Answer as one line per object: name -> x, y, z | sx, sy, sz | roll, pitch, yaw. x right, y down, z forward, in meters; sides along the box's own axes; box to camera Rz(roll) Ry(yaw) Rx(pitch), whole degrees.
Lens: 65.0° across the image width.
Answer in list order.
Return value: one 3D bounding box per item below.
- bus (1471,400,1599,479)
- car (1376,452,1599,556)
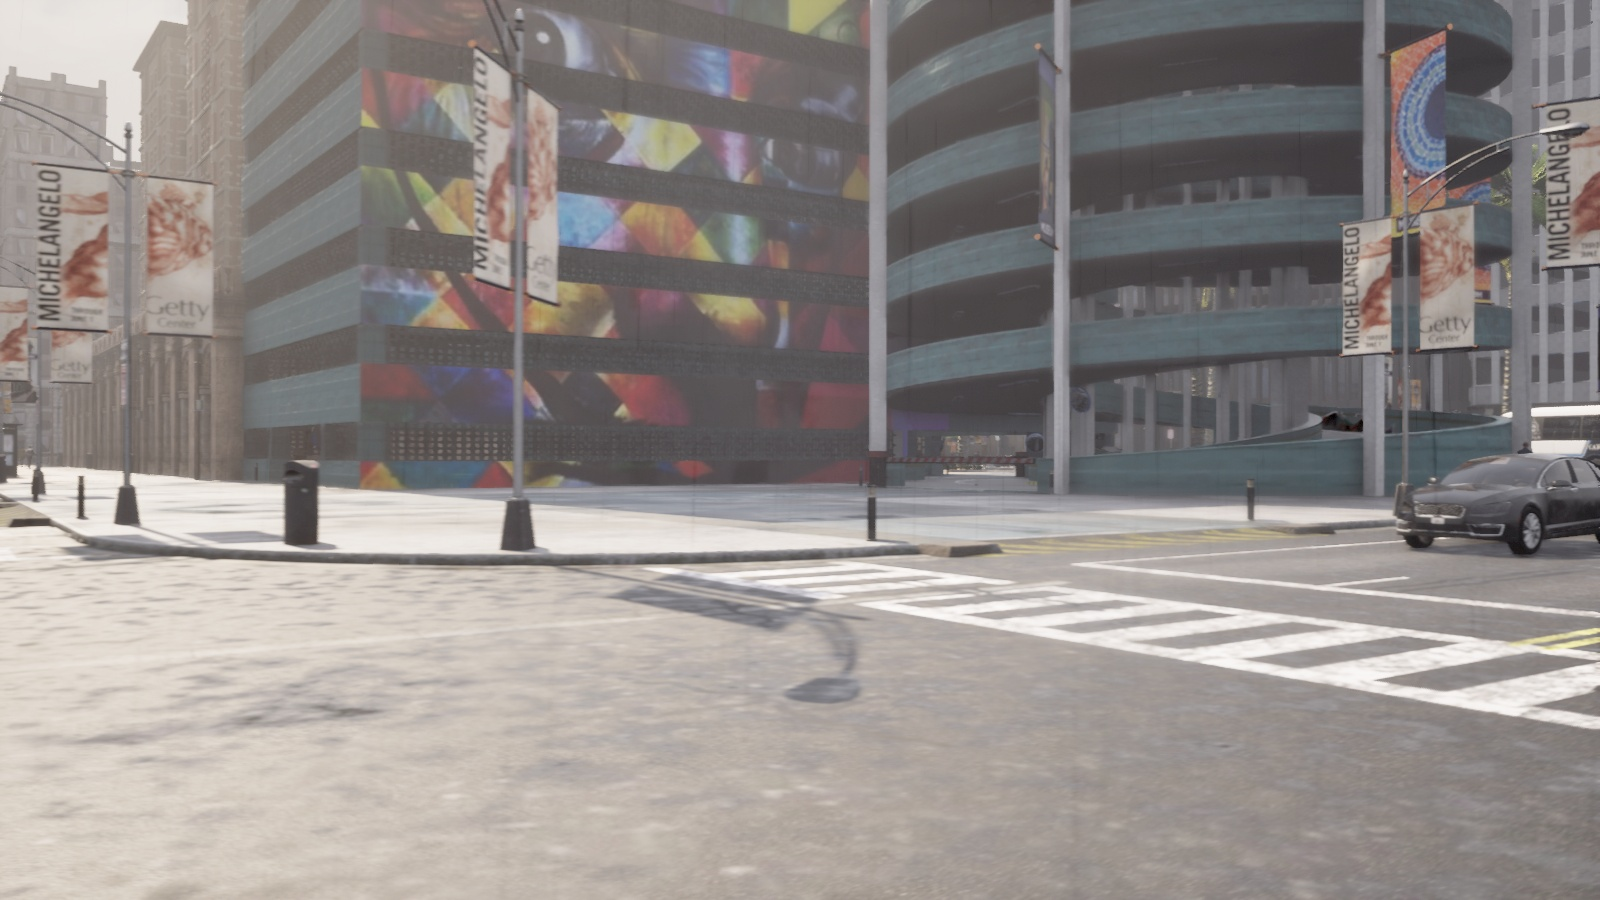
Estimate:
bus -> 44.126, -0.552, 71.776 | 3.944, 4.253, 10.273 | 0, 0, -18
car -> 11.499, 0.774, 20.196 | 4.892, 1.490, 1.837 | 0, 0, -35
